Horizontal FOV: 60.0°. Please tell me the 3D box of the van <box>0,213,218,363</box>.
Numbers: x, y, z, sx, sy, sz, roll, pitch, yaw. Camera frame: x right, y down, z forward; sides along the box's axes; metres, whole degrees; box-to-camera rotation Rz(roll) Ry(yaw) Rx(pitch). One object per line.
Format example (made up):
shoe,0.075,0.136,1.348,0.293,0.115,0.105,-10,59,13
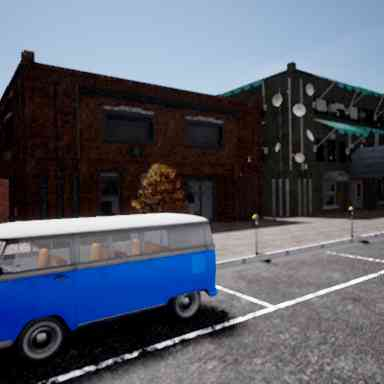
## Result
van,-1.448,1.309,5.538,3.998,1.788,1.690,-1,0,-36
